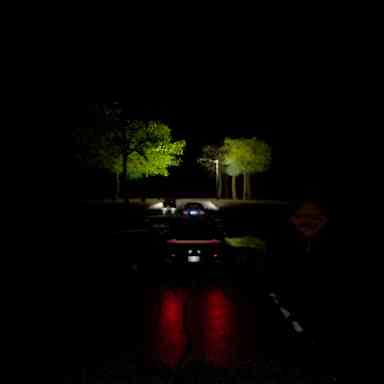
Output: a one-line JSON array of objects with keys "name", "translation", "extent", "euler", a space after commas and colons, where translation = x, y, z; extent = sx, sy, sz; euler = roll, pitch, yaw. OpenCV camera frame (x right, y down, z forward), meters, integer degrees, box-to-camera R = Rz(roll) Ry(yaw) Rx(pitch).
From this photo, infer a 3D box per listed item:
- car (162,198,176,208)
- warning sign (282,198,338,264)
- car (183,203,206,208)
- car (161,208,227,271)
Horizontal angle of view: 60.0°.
[{"name": "car", "translation": [-3.274, 1.547, 48.655], "extent": [2.033, 1.411, 5.357], "euler": [0, 0, 1]}, {"name": "warning sign", "translation": [3.584, 1.134, 10.220], "extent": [1.300, 1.860, 1.060], "euler": [1, 1, 0]}, {"name": "car", "translation": [0.171, 1.583, 27.433], "extent": [2.033, 1.411, 5.357], "euler": [0, 0, 1]}, {"name": "car", "translation": [0.078, 1.511, 11.027], "extent": [2.128, 1.511, 4.902], "euler": [0, 0, 1]}]
